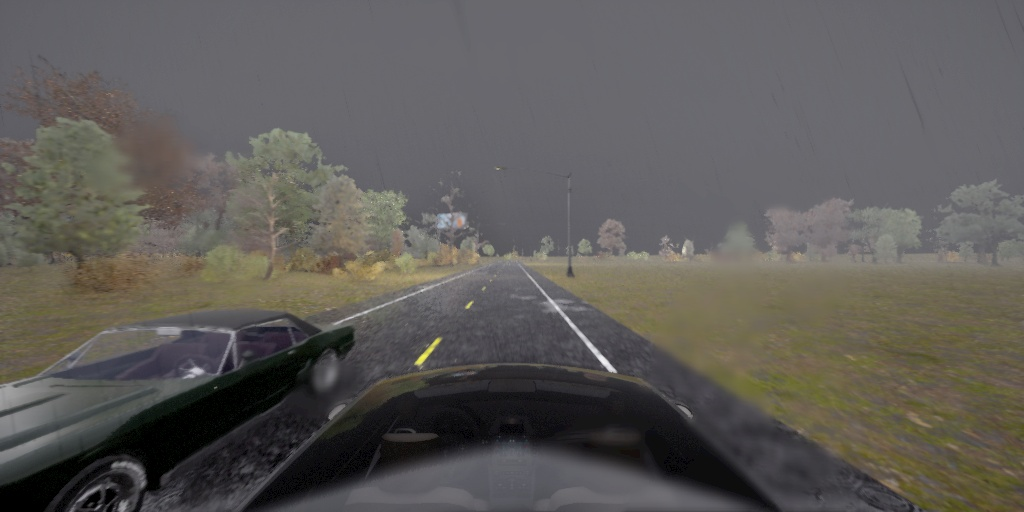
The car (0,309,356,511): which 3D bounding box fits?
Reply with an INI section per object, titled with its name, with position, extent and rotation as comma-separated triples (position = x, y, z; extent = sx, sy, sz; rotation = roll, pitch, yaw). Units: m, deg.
[car]
position = -3.598, 1.354, 3.891
extent = 1.895, 1.301, 4.718
rotation = 0, 0, 0
